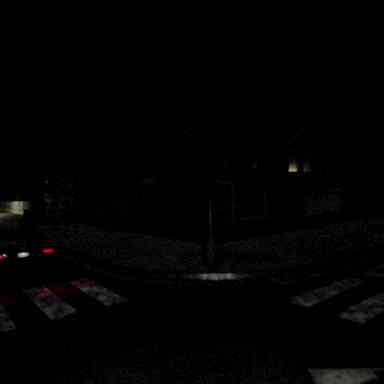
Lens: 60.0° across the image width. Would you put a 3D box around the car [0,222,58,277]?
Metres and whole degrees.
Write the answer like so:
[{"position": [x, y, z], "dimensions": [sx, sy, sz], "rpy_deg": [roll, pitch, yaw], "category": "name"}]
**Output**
[{"position": [-5.723, 1.666, 10.387], "dimensions": [2.033, 1.411, 5.357], "rpy_deg": [-2, 0, -37], "category": "car"}]
